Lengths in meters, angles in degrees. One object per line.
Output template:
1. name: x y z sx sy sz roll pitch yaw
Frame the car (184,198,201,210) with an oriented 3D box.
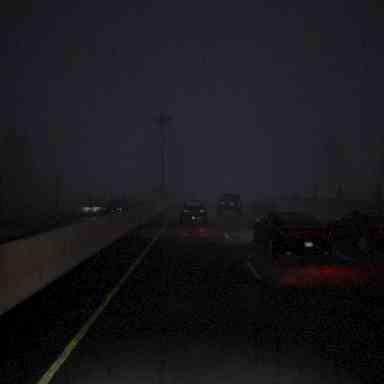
1. car: 0.088 1.488 42.732 2.033 1.411 5.357 0 0 0

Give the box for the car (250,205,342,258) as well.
1. car: 3.596 1.460 12.701 1.882 1.535 5.008 0 0 0

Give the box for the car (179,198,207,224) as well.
1. car: 0.094 1.460 24.156 2.128 1.511 4.902 0 0 0

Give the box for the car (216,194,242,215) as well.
1. car: 3.591 1.176 32.803 2.150 2.045 5.566 0 0 0

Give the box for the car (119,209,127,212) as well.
1. car: -7.106 1.460 31.968 1.837 1.490 4.892 0 0 0

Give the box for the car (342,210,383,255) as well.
1. car: 7.096 1.459 13.330 1.882 1.535 5.008 0 0 0

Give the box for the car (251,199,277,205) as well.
1. car: 7.091 1.432 33.201 1.882 1.535 5.008 0 0 0
